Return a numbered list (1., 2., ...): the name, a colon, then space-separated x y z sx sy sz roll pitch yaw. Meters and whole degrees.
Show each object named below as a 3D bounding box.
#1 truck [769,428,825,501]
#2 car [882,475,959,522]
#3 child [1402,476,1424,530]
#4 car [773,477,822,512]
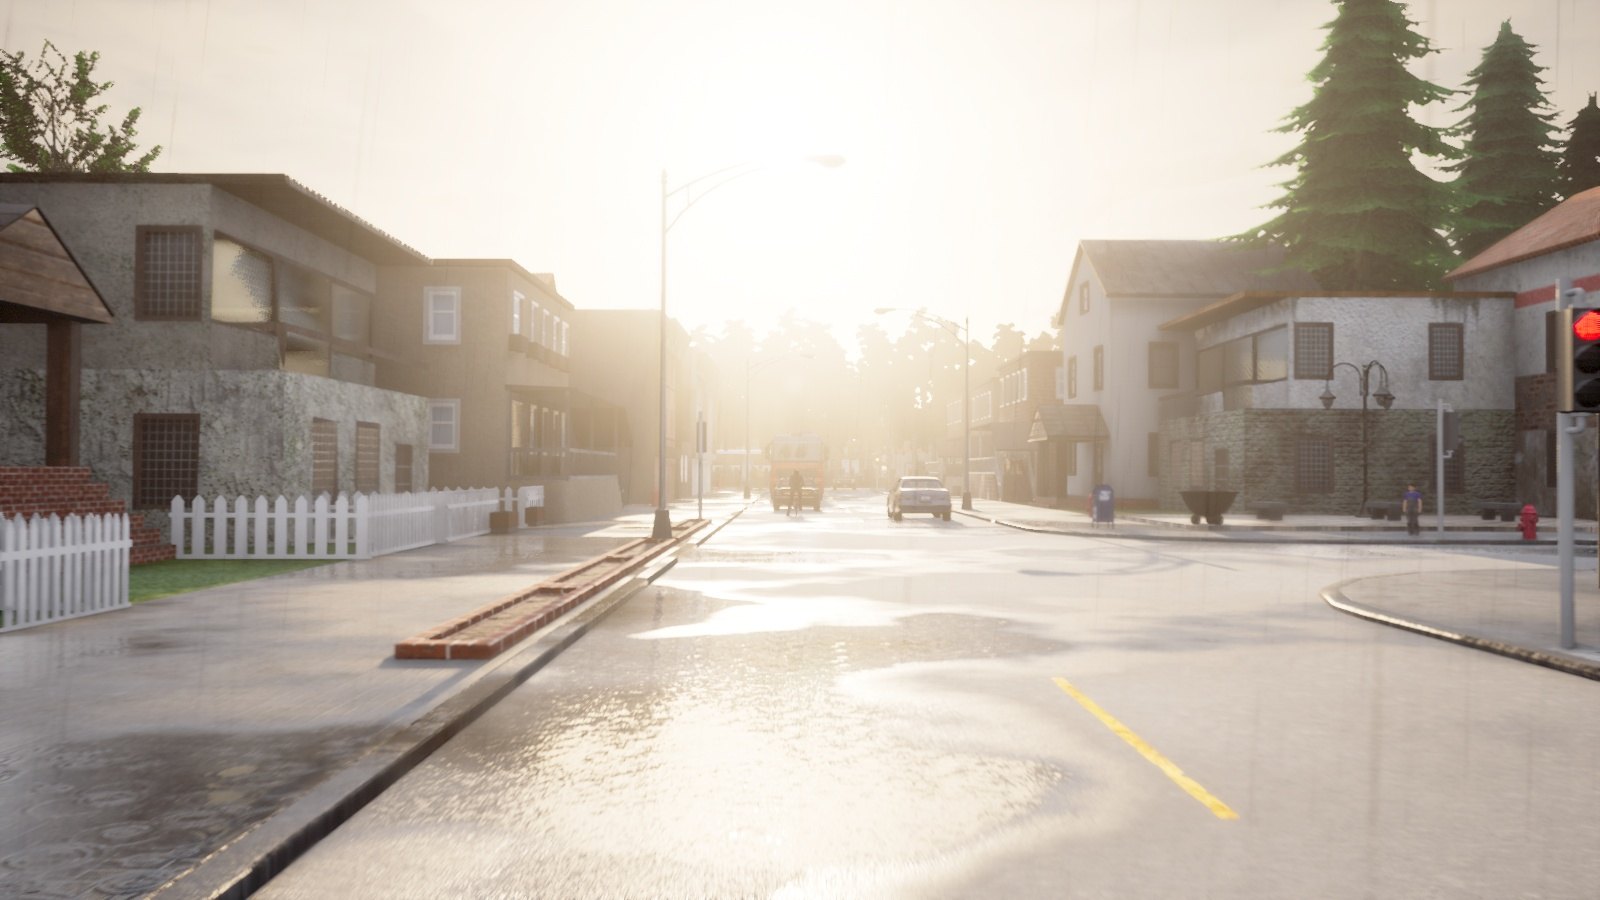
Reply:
1. truck: -0.167 0.822 69.962 2.891 3.827 8.468 0 -1 0
2. car: 3.896 1.539 41.361 2.033 1.411 5.357 0 -1 0
3. child: 14.443 1.238 29.566 0.437 1.263 0.270 0 -1 -34
4. car: -0.118 1.769 50.998 1.895 1.301 4.718 0 -1 0
